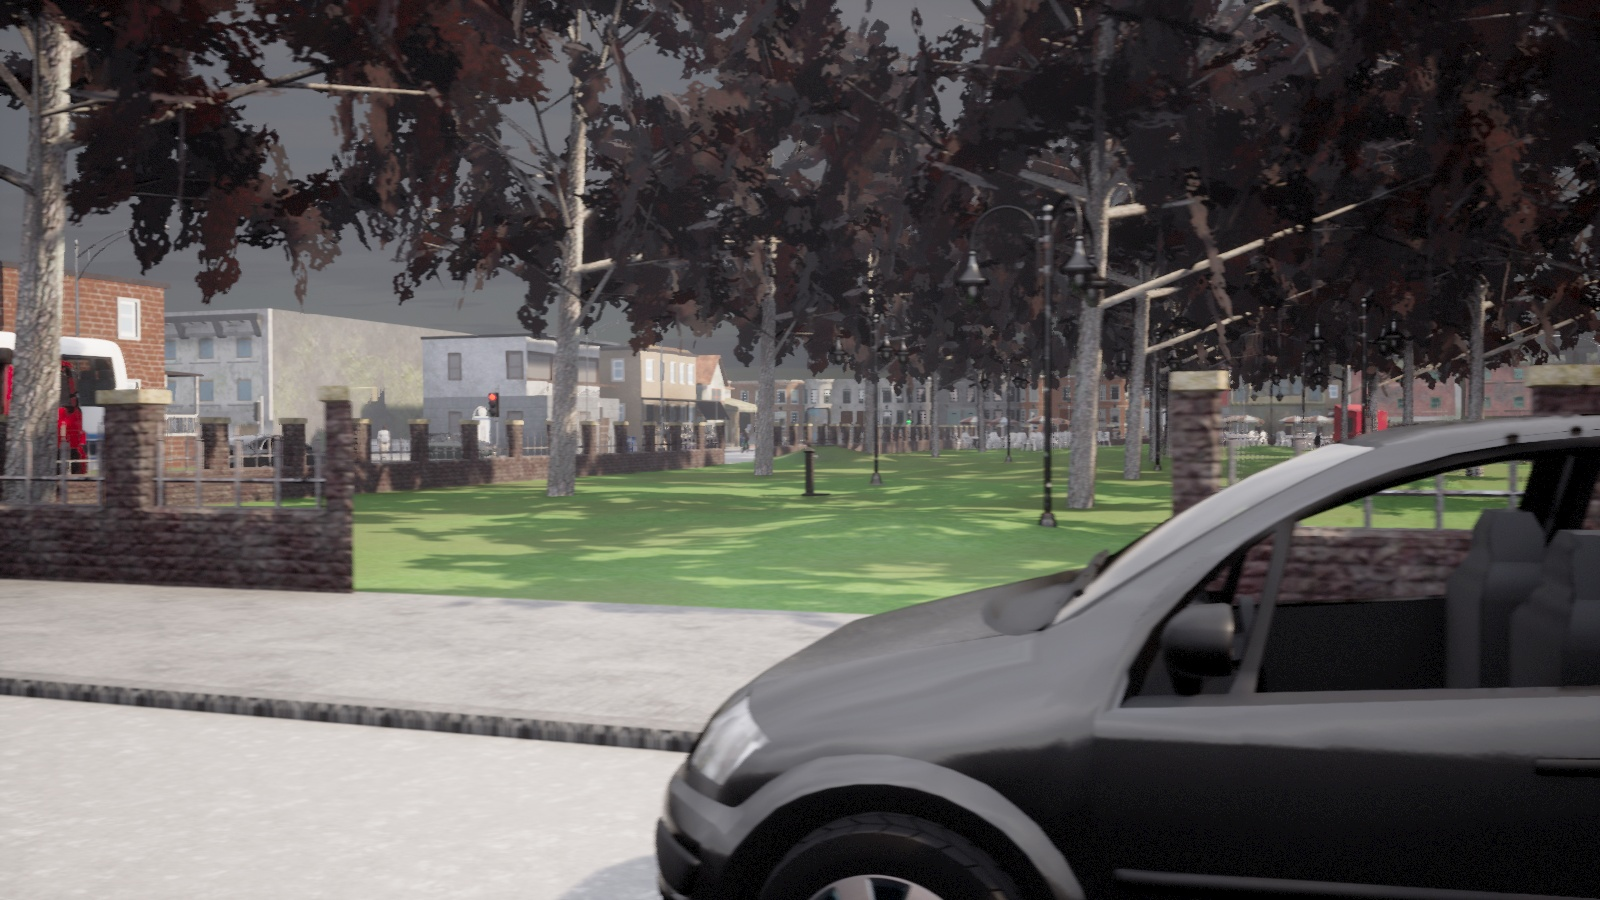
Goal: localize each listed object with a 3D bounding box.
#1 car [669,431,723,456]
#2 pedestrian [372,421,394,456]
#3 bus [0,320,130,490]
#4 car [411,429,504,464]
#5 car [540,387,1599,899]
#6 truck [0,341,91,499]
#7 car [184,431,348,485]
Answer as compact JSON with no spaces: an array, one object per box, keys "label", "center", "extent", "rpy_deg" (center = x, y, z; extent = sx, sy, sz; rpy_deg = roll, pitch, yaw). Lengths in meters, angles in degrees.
[{"label":"car","center":[-6.456,-0.432,78.117],"extent":[1.816,1.474,4.193],"rpy_deg":[1,1,19]},{"label":"pedestrian","center":[-21.973,-0.603,66.176],"extent":[0.874,1.855,0.900],"rpy_deg":[0,1,-35]},{"label":"bus","center":[-22.230,-1.125,30.811],"extent":[3.944,4.253,10.273],"rpy_deg":[1,1,19]},{"label":"car","center":[-15.604,-0.170,57.368],"extent":[3.705,1.549,1.789],"rpy_deg":[0,1,5]},{"label":"car","center":[1.571,0.679,3.233],"extent":[3.988,1.617,1.851],"rpy_deg":[0,1,17]},{"label":"truck","center":[-19.266,-0.649,26.401],"extent":[2.891,3.462,7.936],"rpy_deg":[0,1,15]},{"label":"car","center":[-15.748,0.176,37.345],"extent":[1.837,1.490,4.892],"rpy_deg":[0,1,16]}]
